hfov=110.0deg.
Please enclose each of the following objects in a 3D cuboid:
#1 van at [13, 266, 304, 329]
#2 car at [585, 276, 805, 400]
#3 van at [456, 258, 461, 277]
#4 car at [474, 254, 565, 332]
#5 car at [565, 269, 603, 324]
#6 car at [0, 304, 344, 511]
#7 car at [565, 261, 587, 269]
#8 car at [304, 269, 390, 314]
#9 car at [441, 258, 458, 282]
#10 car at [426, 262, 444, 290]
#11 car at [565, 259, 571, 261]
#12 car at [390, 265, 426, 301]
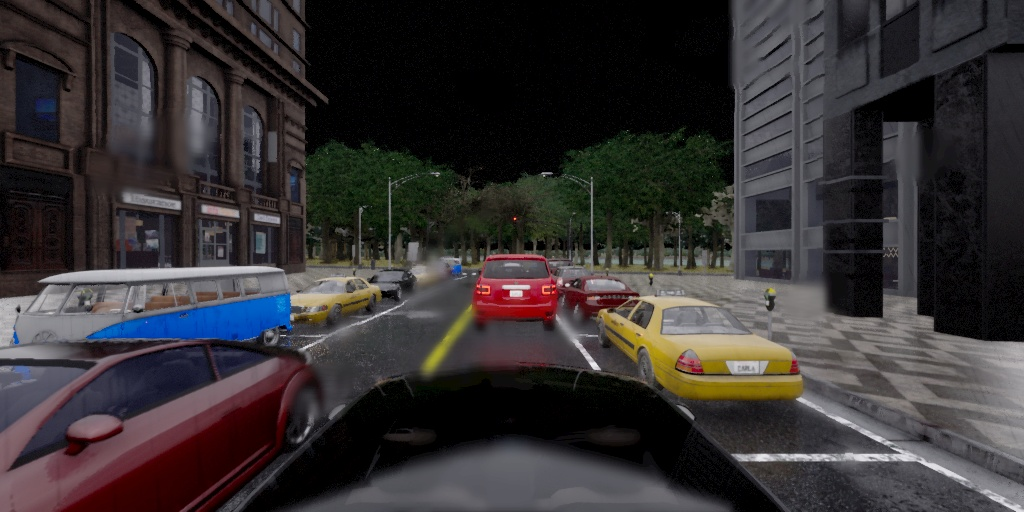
[{"bbox_3d":[-5.762,1.091,6.360,1.690,1.789,3.998,0,0,0],"label":"van"},{"bbox_3d":[2.763,1.275,6.527,1.751,1.417,4.829,0,0,0],"label":"car"},{"bbox_3d":[-5.756,1.095,33.547,1.690,1.789,3.998,0,0,0],"label":"van"},{"bbox_3d":[0.105,0.972,11.053,2.150,2.045,5.566,0,0,0],"label":"car"},{"bbox_3d":[2.764,1.295,11.795,1.888,1.381,4.507,0,0,0],"label":"car"},{"bbox_3d":[-3.101,1.314,2.323,1.994,1.385,4.181,0,0,0],"label":"car"},{"bbox_3d":[2.765,1.190,17.232,1.967,1.591,4.097,0,0,0],"label":"car"},{"bbox_3d":[-5.761,1.276,11.627,1.751,1.417,4.829,0,0,0],"label":"car"},{"bbox_3d":[-5.758,1.193,28.109,1.967,1.591,4.097,0,0,0],"label":"car"},{"bbox_3d":[-5.759,1.277,22.502,1.751,1.417,4.829,0,0,0],"label":"car"},{"bbox_3d":[2.766,1.066,22.670,2.192,1.841,5.009,0,0,0],"label":"car"},{"bbox_3d":[-5.760,1.317,17.234,1.948,1.339,4.313,0,0,0],"label":"car"}]
